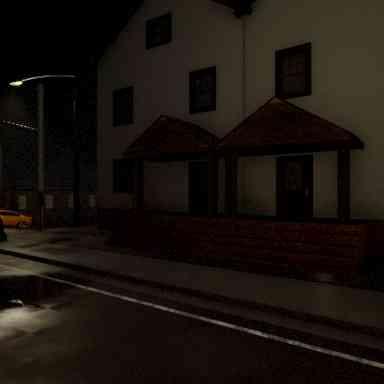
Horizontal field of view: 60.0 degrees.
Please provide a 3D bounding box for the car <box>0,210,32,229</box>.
[{"bbox_3d":[-15.980,2.210,27.687,1.882,1.535,5.008,0,-9,36],"label":"car"}]
